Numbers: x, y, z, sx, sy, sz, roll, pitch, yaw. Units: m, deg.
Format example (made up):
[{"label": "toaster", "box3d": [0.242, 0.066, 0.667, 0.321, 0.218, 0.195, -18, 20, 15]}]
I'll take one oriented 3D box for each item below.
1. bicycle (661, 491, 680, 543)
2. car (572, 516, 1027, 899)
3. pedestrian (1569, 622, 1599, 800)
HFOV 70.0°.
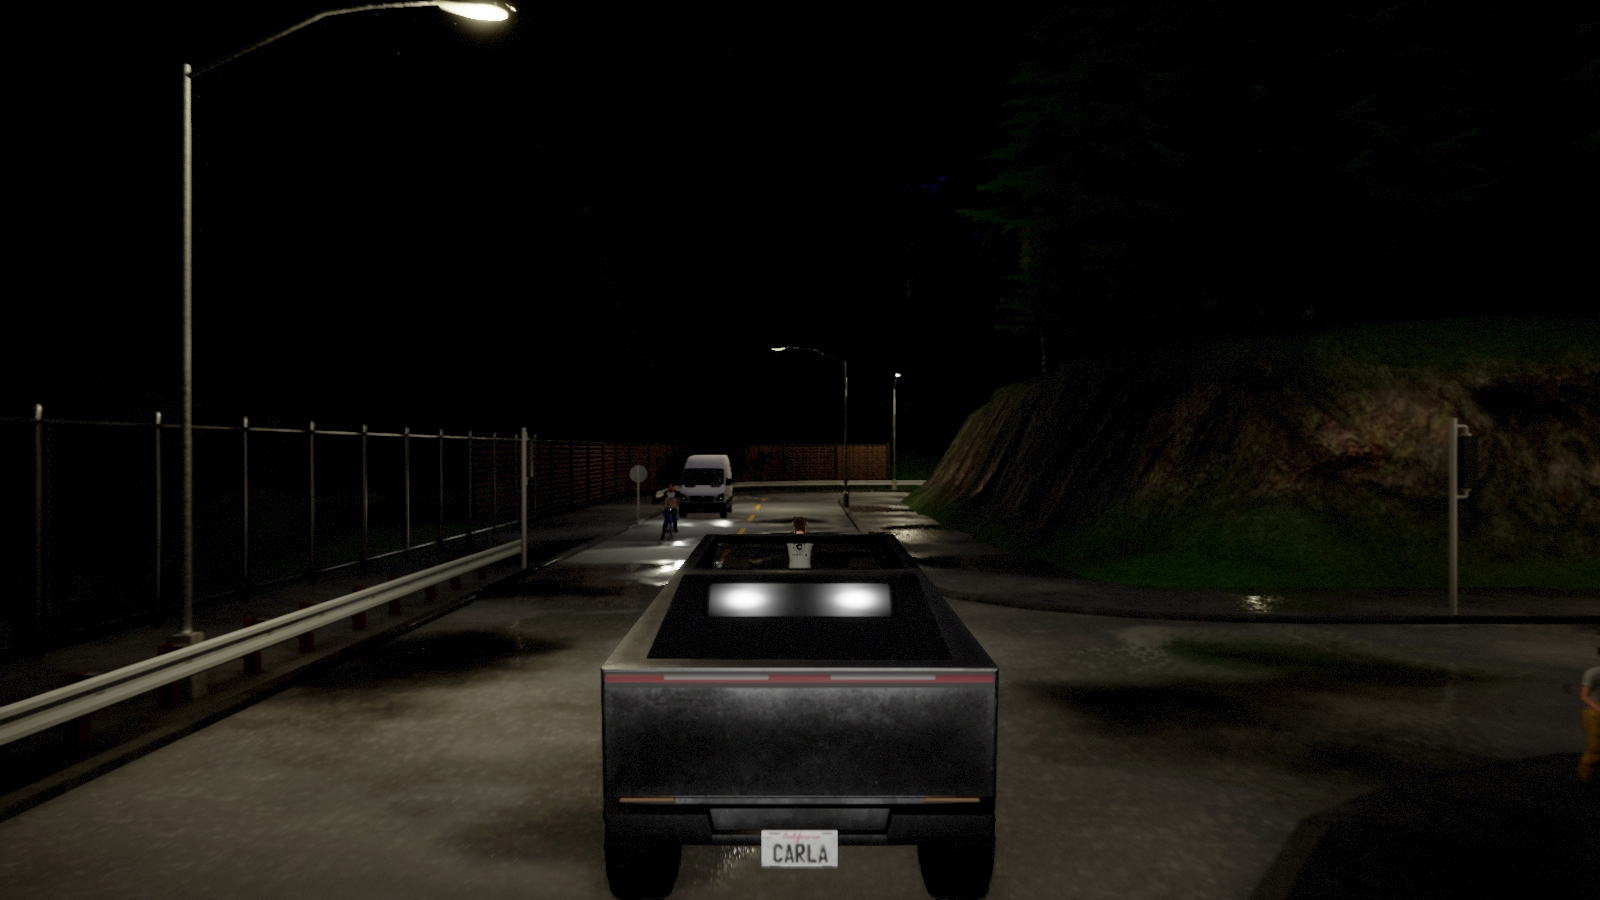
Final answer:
[{"label": "bicycle", "box3d": [-3.996, 2.058, 35.326, 0.373, 1.496, 1.643, 0, 0, 0]}, {"label": "car", "box3d": [-0.002, 1.754, 9.134, 2.390, 2.098, 6.274, 0, 0, 0]}, {"label": "pedestrian", "box3d": [6.311, 2.026, 8.918, 0.375, 1.300, 0.375, 0, 0, 2]}]
